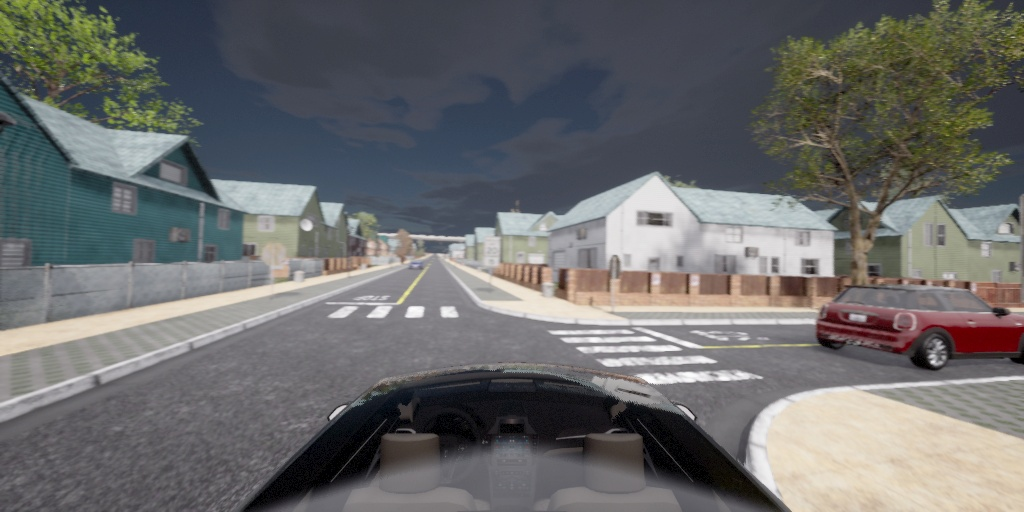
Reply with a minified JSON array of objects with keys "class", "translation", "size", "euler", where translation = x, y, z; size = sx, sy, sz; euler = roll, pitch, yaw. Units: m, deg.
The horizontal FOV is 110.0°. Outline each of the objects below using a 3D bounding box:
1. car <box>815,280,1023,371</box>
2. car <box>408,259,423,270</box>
[{"class":"car","translation":[9.826,1.485,8.516],"size":[4.553,1.767,2.097],"euler":[2,-1,-13]},{"class":"car","translation":[-14.316,1.242,53.738],"size":[1.812,1.442,4.674],"euler":[2,0,-12]}]
